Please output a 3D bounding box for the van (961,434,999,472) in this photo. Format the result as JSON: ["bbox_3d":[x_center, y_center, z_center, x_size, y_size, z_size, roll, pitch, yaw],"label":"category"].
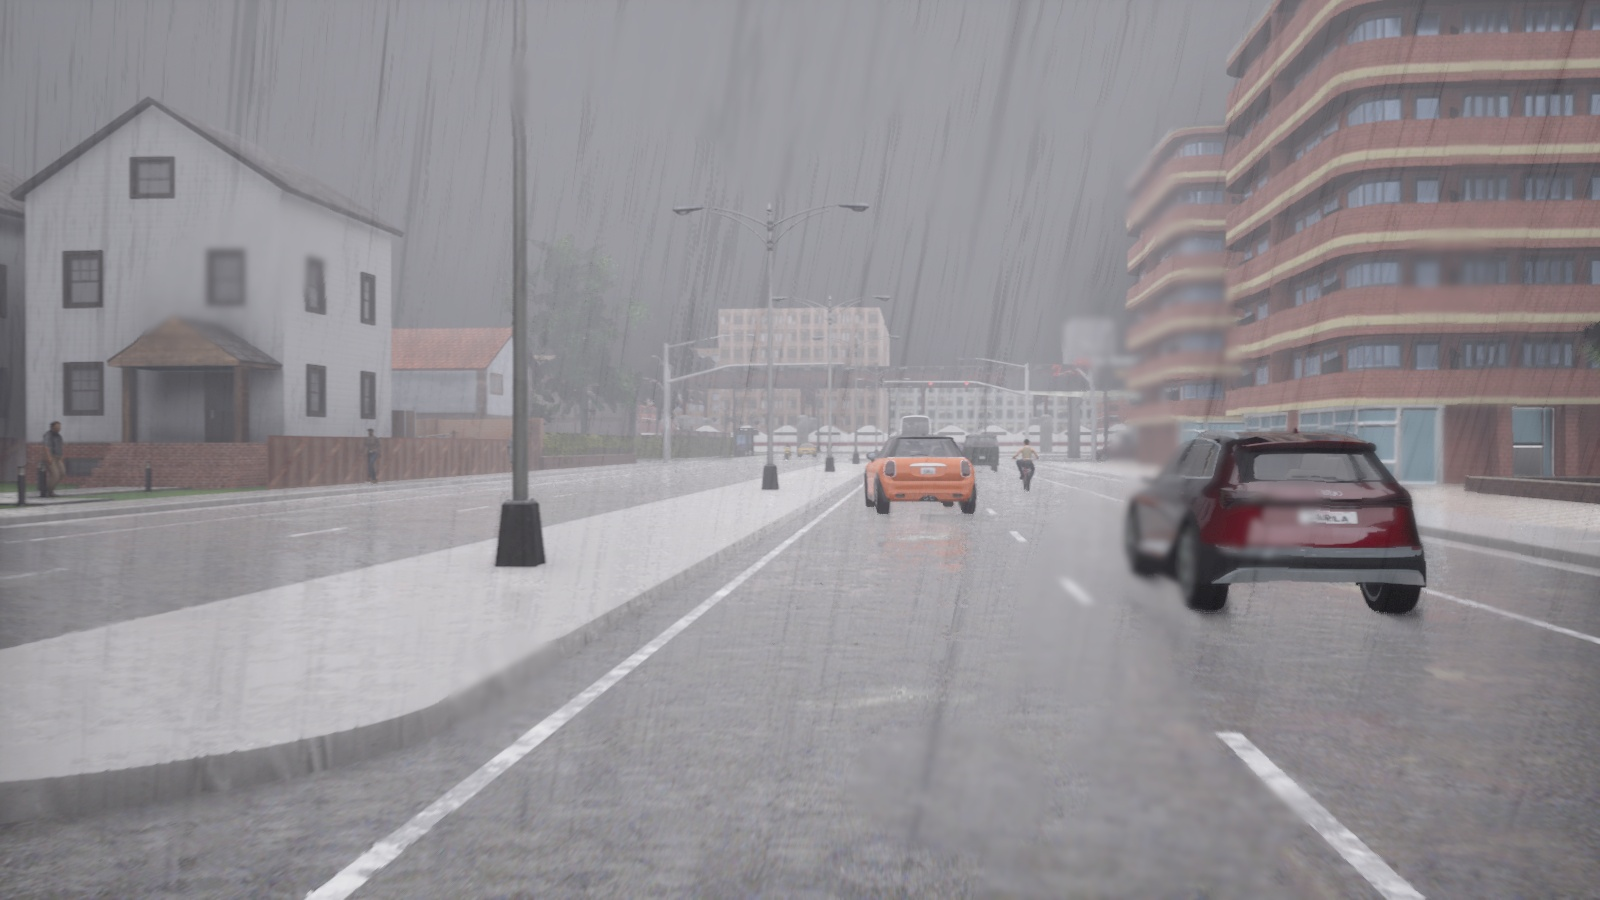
[{"bbox_3d":[9.540,0.138,66.899,1.775,1.987,4.442,0,0,5],"label":"van"}]

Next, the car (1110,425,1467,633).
[{"bbox_3d":[4.503,0.613,12.488,2.033,1.649,4.856,0,0,5],"label":"car"}]

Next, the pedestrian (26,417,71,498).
[{"bbox_3d":[-17.395,0.163,29.080,0.694,1.848,0.540,0,0,6],"label":"pedestrian"}]

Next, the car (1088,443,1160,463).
[{"bbox_3d":[24.539,0.226,95.329,5.008,1.535,1.882,0,0,3],"label":"car"}]

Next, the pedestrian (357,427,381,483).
[{"bbox_3d":[-13.868,0.154,40.400,0.328,1.805,0.869,0,0,11],"label":"pedestrian"}]

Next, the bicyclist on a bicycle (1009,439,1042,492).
[{"bbox_3d":[6.946,0.476,38.772,0.866,1.612,1.509,0,0,5],"label":"bicyclist on a bicycle"}]

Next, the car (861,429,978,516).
[{"bbox_3d":[2.572,0.451,28.090,2.097,1.767,4.553,0,0,-1],"label":"car"}]
